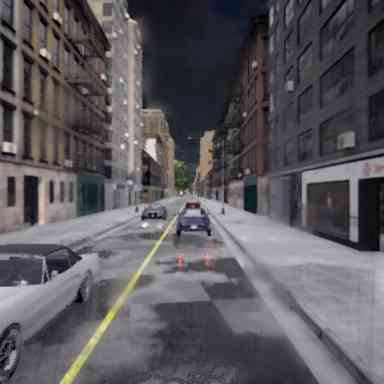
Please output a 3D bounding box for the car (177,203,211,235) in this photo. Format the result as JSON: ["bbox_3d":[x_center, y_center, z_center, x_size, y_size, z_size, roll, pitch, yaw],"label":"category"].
[{"bbox_3d":[0.103,1.602,19.132,1.812,1.442,4.674,0,0,0],"label":"car"}]

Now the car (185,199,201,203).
[{"bbox_3d":[0.112,1.645,42.724,1.882,1.535,5.008,0,0,0],"label":"car"}]

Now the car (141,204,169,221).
[{"bbox_3d":[-3.046,1.675,27.832,1.994,1.385,4.181,0,0,1],"label":"car"}]

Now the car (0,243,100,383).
[{"bbox_3d":[-3.084,1.625,5.524,1.895,1.301,4.718,0,0,0],"label":"car"}]
